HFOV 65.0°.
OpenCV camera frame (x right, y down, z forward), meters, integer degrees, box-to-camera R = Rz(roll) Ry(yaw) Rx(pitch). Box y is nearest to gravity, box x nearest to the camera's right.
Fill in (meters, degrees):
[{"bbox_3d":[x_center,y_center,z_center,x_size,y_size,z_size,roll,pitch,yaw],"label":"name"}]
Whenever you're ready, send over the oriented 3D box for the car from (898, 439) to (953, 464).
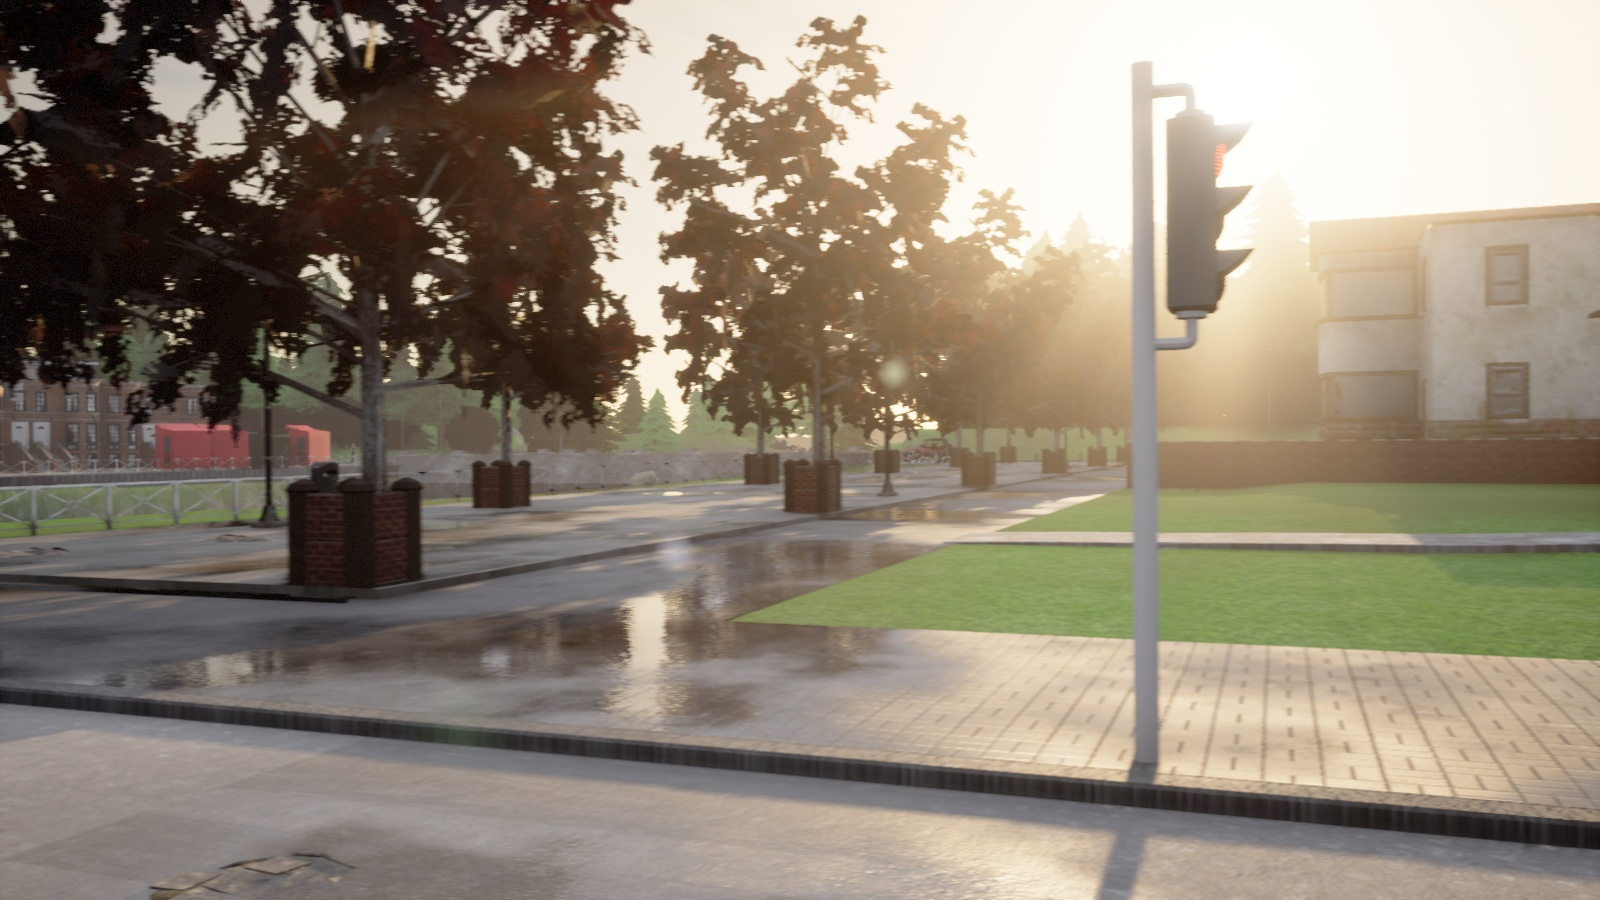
[{"bbox_3d":[9.657,0.086,96.793,3.866,1.878,1.905,0,0,21],"label":"car"}]
